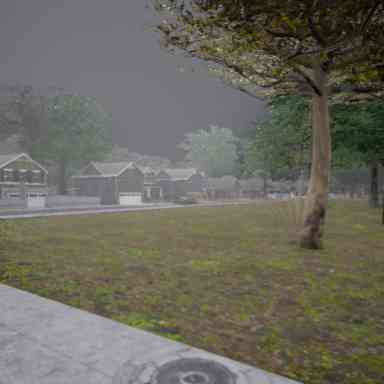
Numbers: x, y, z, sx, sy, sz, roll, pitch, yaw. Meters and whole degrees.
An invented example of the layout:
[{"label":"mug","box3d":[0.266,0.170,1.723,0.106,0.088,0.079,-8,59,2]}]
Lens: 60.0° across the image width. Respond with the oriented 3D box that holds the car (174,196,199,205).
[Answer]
[{"label":"car","box3d":[-0.894,1.481,57.493,2.033,1.411,5.357,0,0,35]}]
